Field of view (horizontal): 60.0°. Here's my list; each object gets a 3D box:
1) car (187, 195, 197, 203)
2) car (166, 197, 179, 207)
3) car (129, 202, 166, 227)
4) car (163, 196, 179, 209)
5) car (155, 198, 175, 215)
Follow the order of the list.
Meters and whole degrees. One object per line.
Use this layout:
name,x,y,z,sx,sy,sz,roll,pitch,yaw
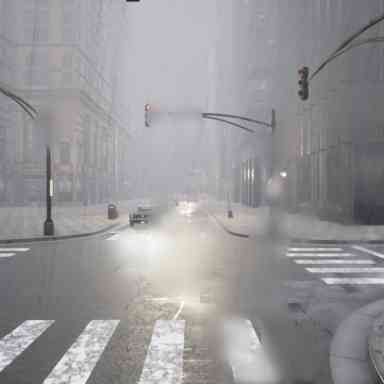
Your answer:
car,0.068,1.366,69.674,2.097,1.767,4.553,0,0,0
car,-3.076,1.531,53.187,1.812,1.442,4.674,0,0,0
car,-3.110,1.601,23.201,1.895,1.301,4.718,0,0,0
car,-3.115,1.354,43.146,2.097,1.767,4.553,0,0,0
car,-3.108,1.564,33.144,1.994,1.385,4.181,0,0,0
